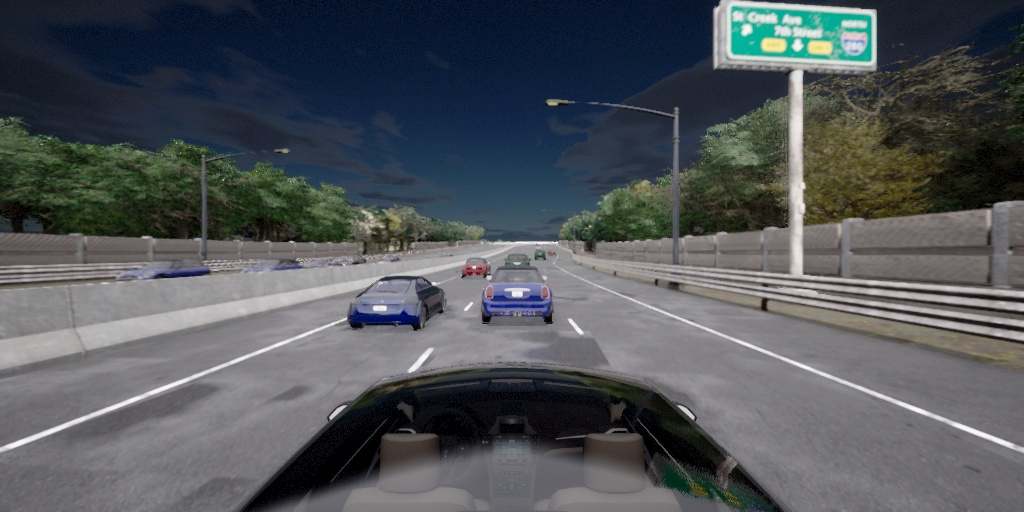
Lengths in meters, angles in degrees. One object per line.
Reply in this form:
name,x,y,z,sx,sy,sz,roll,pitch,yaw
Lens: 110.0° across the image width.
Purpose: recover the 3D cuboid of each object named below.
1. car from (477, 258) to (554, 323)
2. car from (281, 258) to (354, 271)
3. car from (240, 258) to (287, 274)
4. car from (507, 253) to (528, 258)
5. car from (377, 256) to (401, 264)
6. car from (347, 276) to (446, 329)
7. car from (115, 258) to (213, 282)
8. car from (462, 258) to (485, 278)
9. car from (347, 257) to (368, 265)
car,0.168,1.075,12.178,2.097,1.767,4.553,0,0,1
car,-13.821,1.110,25.921,2.128,1.511,4.902,0,0,1
car,-17.316,0.969,26.023,2.097,1.767,4.553,0,0,1
car,0.497,0.795,31.064,2.150,2.045,5.566,0,1,1
car,-16.581,0.765,48.604,2.128,1.511,4.902,0,1,3
car,-3.343,1.292,11.127,1.994,1.385,4.181,0,0,0
car,-20.900,1.001,21.782,2.097,1.767,4.553,0,0,1
car,-2.998,0.925,31.097,2.097,1.767,4.553,0,1,1
car,-20.199,0.833,45.708,2.128,1.511,4.902,0,1,3
